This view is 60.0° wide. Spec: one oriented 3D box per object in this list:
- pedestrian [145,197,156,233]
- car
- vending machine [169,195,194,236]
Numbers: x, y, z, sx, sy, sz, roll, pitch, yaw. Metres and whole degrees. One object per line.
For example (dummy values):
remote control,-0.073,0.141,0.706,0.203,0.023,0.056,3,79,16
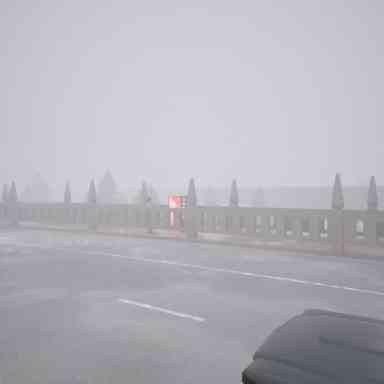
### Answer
pedestrian,-2.124,1.141,16.821,0.375,1.860,0.375,0,0,30
car,2.652,1.600,2.100,4.718,1.301,1.895,0,0,35
vending machine,-0.562,1.195,17.624,0.880,2.100,1.100,0,0,30
